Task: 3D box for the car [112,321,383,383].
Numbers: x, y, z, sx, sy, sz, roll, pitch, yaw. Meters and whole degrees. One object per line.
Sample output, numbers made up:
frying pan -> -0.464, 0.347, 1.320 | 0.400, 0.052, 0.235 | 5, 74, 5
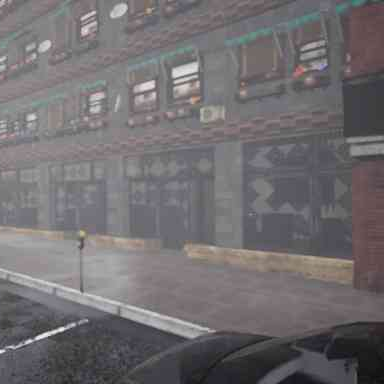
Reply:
car -> 1.271, 1.566, 1.985 | 4.313, 1.339, 1.947 | 0, -1, 36
